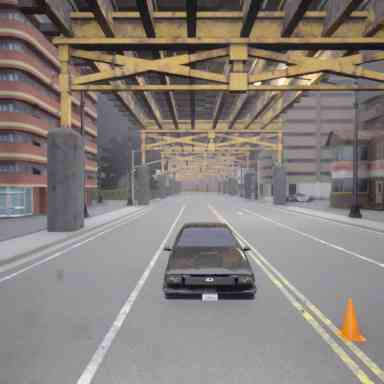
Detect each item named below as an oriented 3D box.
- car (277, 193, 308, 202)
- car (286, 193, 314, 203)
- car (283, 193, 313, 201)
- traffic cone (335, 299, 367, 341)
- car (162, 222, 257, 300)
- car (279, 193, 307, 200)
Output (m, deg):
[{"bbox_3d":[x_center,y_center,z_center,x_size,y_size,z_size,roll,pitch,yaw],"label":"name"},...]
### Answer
[{"bbox_3d":[17.825,0.957,59.025,4.974,1.542,2.038,0,1,25],"label":"car"},{"bbox_3d":[17.476,1.004,54.868,4.974,1.542,2.038,0,1,-20],"label":"car"},{"bbox_3d":[17.525,0.846,54.884,4.536,1.218,1.853,0,1,-20],"label":"car"},{"bbox_3d":[2.455,1.949,5.150,0.340,0.580,0.340,0,0,0],"label":"traffic cone"},{"bbox_3d":[0.363,1.533,8.758,2.033,1.411,5.357,0,0,1],"label":"car"},{"bbox_3d":[17.872,0.799,59.001,4.536,1.218,1.853,0,1,25],"label":"car"}]
